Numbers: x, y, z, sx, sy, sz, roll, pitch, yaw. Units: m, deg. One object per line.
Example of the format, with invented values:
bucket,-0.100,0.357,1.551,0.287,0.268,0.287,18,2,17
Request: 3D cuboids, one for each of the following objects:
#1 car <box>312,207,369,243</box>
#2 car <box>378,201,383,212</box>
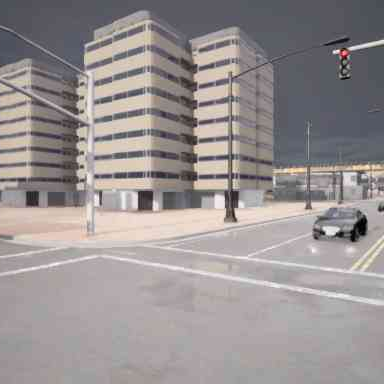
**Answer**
car,7.333,1.498,16.236,2.128,1.511,4.902,0,0,35
car,21.858,1.557,36.759,1.994,1.385,4.181,0,0,35
